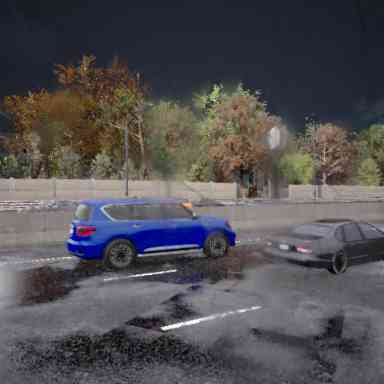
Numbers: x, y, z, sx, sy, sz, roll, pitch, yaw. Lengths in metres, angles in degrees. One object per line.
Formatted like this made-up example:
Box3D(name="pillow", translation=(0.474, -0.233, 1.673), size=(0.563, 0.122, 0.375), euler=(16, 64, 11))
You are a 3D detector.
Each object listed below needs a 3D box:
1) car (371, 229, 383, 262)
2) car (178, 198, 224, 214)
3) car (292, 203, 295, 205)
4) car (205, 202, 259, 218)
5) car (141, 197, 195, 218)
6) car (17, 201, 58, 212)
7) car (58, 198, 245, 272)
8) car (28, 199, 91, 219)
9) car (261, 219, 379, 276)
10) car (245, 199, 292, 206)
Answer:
Box3D(name="car", translation=(6.650, 1.547, 7.455), size=(5.357, 1.411, 2.033), euler=(0, 0, -30))
Box3D(name="car", translation=(1.045, 1.503, 36.827), size=(4.892, 1.490, 1.837), euler=(-1, 0, -30))
Box3D(name="car", translation=(9.283, 1.548, 37.571), size=(5.357, 1.411, 2.033), euler=(0, 0, -30))
Box3D(name="car", translation=(3.669, 1.600, 30.259), size=(4.718, 1.301, 1.895), euler=(0, 0, -30))
Box3D(name="car", translation=(-2.179, 1.352, 30.902), size=(4.553, 1.767, 2.097), euler=(0, 0, -30))
Box3D(name="car", translation=(-10.886, 1.492, 25.837), size=(4.902, 1.511, 2.128), euler=(0, 0, -30))
Box3D(name="car", translation=(-1.202, 1.223, 10.995), size=(5.566, 2.045, 2.150), euler=(0, 0, -30))
Box3D(name="car", translation=(-11.667, 1.478, 29.431), size=(5.008, 1.535, 1.882), euler=(0, 0, -30))
Box3D(name="car", translation=(4.651, 1.546, 10.344), size=(5.357, 1.411, 2.033), euler=(0, 0, -31))
Box3D(name="car", translation=(5.271, 1.547, 27.135), size=(5.357, 1.411, 2.033), euler=(0, 0, -30))
